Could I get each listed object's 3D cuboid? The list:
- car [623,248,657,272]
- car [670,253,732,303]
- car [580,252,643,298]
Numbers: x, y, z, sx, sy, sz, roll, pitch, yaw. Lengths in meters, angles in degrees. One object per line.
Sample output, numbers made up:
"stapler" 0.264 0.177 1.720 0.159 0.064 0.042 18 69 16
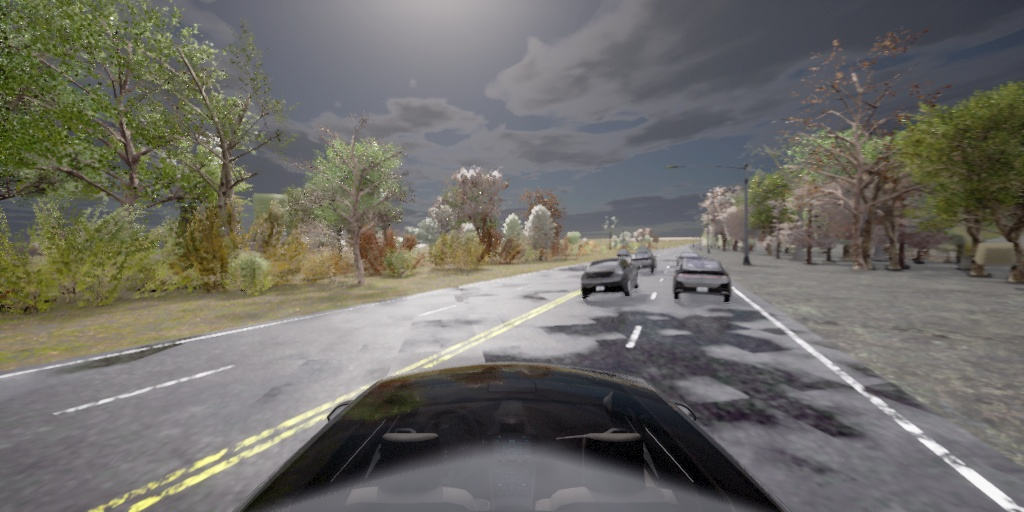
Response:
"car" 10.621 0.463 29.005 2.128 1.511 4.902 -5 0 25
"car" 7.319 0.824 14.026 2.128 1.511 4.902 2 2 25
"car" 4.262 0.855 15.407 1.837 1.490 4.892 -6 0 26
